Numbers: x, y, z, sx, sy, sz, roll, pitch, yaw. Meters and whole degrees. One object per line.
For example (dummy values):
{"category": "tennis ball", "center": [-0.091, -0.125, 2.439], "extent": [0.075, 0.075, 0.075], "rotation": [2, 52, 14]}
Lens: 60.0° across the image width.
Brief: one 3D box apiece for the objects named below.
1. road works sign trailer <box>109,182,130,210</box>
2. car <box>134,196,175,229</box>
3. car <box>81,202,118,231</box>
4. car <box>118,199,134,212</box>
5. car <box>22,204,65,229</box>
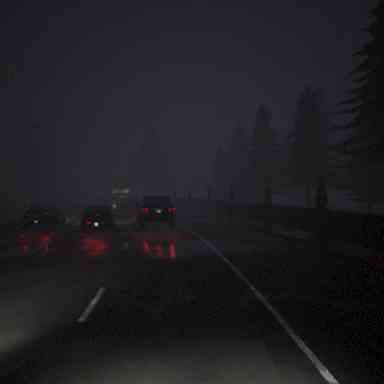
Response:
{"category": "road works sign trailer", "center": [-9.460, 0.533, 44.025], "extent": [2.380, 3.560, 2.880], "rotation": [0, 0, -27]}
{"category": "car", "center": [-2.527, 1.253, 22.373], "extent": [2.150, 2.045, 5.566], "rotation": [0, 0, -12]}
{"category": "car", "center": [-5.847, 1.540, 20.985], "extent": [1.837, 1.490, 4.892], "rotation": [0, 0, -12]}
{"category": "car", "center": [-7.949, 1.539, 39.979], "extent": [1.882, 1.535, 5.008], "rotation": [0, 0, -22]}
{"category": "car", "center": [-9.580, 1.534, 21.773], "extent": [2.128, 1.511, 4.902], "rotation": [0, 0, -12]}
